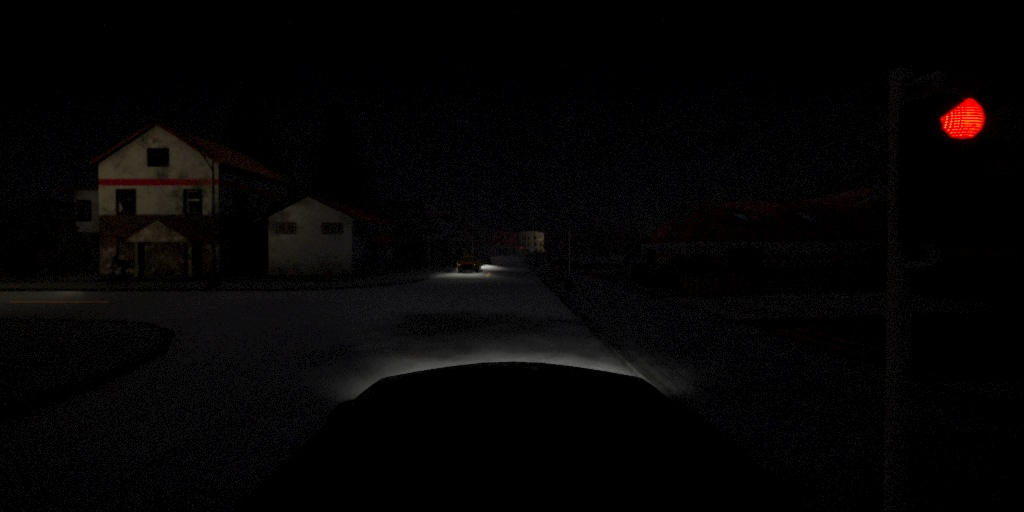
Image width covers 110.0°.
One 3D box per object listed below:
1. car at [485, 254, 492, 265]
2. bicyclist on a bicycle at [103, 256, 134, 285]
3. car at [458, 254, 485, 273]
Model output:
[{"bbox_3d":[-4.045,0.525,52.980,2.128,1.511,4.902,0,1,0],"label":"car"},{"bbox_3d":[-22.538,0.835,20.562,0.582,1.620,1.656,0,1,0],"label":"bicyclist on a bicycle"},{"bbox_3d":[-4.085,0.761,34.998,1.882,1.535,5.008,0,1,0],"label":"car"}]
